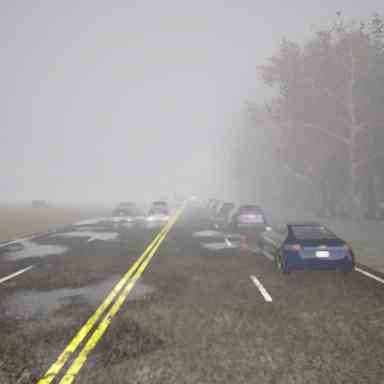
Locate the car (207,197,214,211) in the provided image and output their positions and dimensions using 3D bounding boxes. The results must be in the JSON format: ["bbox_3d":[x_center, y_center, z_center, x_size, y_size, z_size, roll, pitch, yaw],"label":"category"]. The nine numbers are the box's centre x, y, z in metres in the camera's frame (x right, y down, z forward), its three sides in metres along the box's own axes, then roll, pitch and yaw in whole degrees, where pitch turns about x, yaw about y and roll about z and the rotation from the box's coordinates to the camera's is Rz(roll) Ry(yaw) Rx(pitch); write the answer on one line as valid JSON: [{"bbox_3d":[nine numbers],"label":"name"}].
[{"bbox_3d":[3.361,1.649,42.597,2.033,1.411,5.357,1,-1,0],"label":"car"}]

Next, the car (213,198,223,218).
[{"bbox_3d":[3.328,1.599,31.582,1.812,1.442,4.674,1,1,0],"label":"car"}]

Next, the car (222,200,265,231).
[{"bbox_3d":[3.301,1.462,20.600,2.033,1.649,4.856,1,-1,0],"label":"car"}]

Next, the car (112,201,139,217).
[{"bbox_3d":[-6.520,1.640,33.364,2.033,1.411,5.357,0,0,0],"label":"car"}]

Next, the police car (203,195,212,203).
[{"bbox_3d":[3.459,1.640,75.709,1.930,1.638,5.238,1,-1,0],"label":"police car"}]

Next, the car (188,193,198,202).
[{"bbox_3d":[0.217,1.366,85.210,2.150,2.045,5.566,0,0,0],"label":"car"}]

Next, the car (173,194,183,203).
[{"bbox_3d":[-3.054,1.362,75.089,2.150,2.045,5.566,0,0,0],"label":"car"}]

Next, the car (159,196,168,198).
[{"bbox_3d":[-6.305,1.611,75.128,1.882,1.535,5.008,0,0,0],"label":"car"}]

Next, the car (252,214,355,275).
[{"bbox_3d":[3.378,1.593,10.580,1.994,1.385,4.181,0,-1,0],"label":"car"}]

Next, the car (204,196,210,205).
[{"bbox_3d":[3.368,1.630,53.590,1.882,1.535,5.008,-1,0,0],"label":"car"}]

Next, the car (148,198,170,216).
[{"bbox_3d":[-3.268,1.623,33.591,1.812,1.442,4.674,0,0,0],"label":"car"}]
